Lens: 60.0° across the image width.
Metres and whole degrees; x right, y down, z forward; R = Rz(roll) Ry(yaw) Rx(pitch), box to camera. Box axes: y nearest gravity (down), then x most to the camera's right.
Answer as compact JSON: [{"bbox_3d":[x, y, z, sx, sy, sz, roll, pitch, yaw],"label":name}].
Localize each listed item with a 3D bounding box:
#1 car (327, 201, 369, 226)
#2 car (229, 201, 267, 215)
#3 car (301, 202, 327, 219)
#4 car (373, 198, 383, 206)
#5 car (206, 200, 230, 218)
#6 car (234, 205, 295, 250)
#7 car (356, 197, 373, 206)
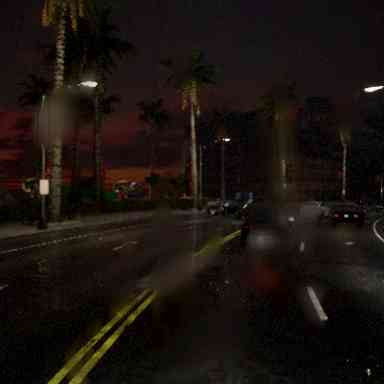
[{"bbox_3d":[11.407,1.632,24.098,2.033,1.411,5.357,0,0,30],"label":"car"},{"bbox_3d":[5.300,1.598,27.823,2.033,1.411,5.357,0,0,30],"label":"car"},{"bbox_3d":[11.275,1.613,30.337,1.812,1.442,4.674,0,0,33],"label":"car"},{"bbox_3d":[33.884,1.798,57.974,4.181,1.385,1.994,0,0,-41],"label":"car"},{"bbox_3d":[3.009,1.530,30.611,2.128,1.511,4.902,0,0,31],"label":"car"},{"bbox_3d":[3.393,1.535,14.736,1.837,1.490,4.892,0,0,19],"label":"car"},{"bbox_3d":[31.484,1.704,60.520,5.008,1.535,1.882,0,0,-41],"label":"car"}]
